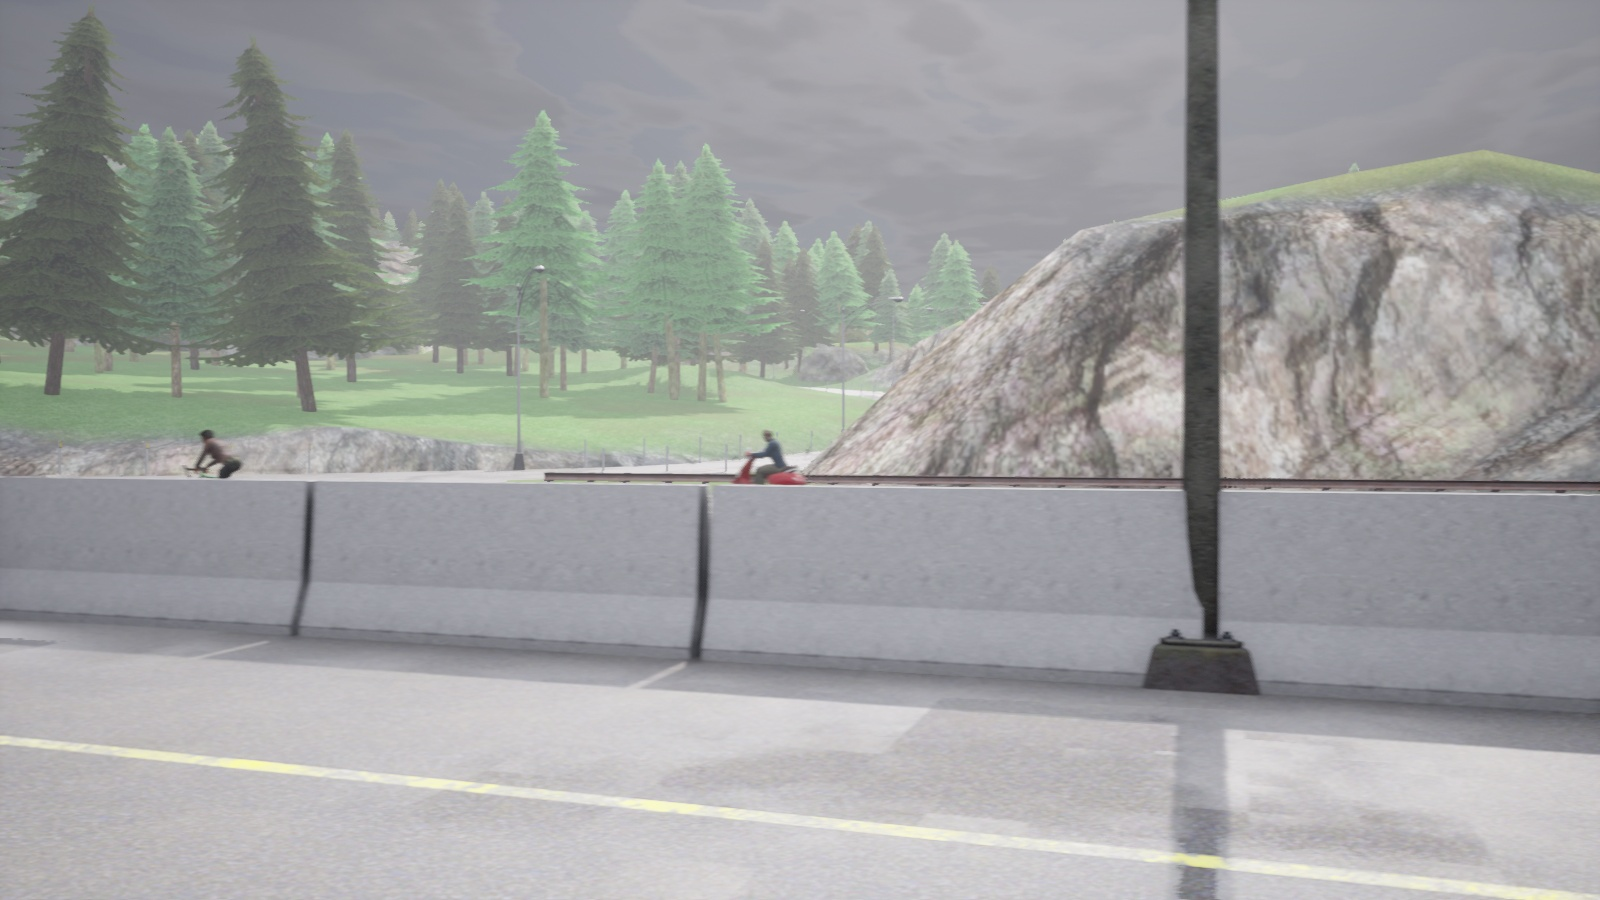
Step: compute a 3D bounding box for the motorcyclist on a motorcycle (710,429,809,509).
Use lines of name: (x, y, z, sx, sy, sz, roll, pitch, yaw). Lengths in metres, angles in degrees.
motorcyclist on a motorcycle: (-0.819, 0.366, 25.622, 1.817, 1.590, 0.866, 0, 1, 19)
